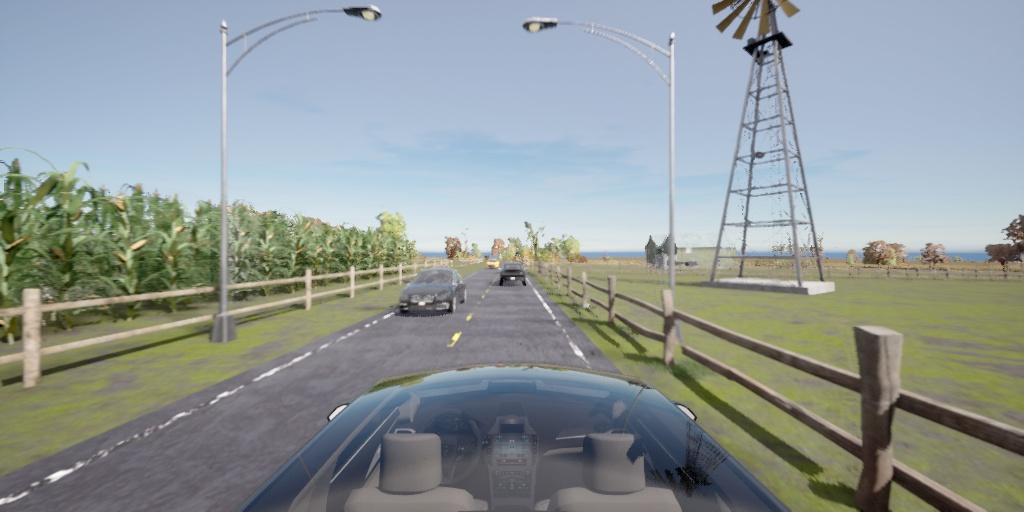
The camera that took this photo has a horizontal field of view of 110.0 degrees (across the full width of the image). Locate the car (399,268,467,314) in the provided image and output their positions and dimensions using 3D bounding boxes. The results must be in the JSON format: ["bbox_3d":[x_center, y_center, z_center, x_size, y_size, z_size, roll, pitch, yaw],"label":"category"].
[{"bbox_3d":[-2.866,1.254,13.804,1.837,1.490,4.892,0,0,0],"label":"car"}]

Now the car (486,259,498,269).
[{"bbox_3d":[-2.972,1.255,55.988,1.882,1.535,5.008,0,0,0],"label":"car"}]

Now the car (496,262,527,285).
[{"bbox_3d":[0.040,1.255,26.308,1.837,1.490,4.892,0,0,0],"label":"car"}]
